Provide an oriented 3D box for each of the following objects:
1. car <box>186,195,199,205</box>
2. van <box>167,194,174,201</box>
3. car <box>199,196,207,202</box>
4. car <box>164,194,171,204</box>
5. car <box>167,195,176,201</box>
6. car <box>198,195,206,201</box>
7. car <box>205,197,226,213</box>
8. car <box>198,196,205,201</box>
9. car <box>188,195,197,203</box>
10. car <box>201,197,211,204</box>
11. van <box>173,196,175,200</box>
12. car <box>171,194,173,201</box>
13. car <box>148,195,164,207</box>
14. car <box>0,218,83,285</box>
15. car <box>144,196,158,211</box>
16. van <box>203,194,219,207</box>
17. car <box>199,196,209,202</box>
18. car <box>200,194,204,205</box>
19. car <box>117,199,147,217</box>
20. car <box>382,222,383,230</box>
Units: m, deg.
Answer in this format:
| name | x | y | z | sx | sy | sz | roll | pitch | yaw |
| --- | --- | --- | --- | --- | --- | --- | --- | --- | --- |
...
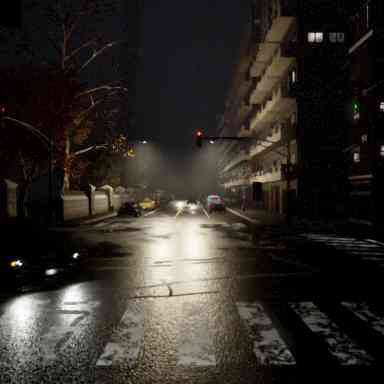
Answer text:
| name | x | y | z | sx | sy | sz | roll | pitch | yaw |
| --- | --- | --- | --- | --- | --- | --- | --- | --- | --- |
| car | 0.004 | 1.597 | 59.600 | 2.033 | 1.411 | 5.357 | 0 | 0 | 0 |
| van | -5.682 | 1.445 | 87.185 | 1.690 | 1.788 | 3.998 | 0 | 0 | 0 |
| car | 2.697 | 1.635 | 81.555 | 1.887 | 1.381 | 4.507 | 0 | 0 | 0 |
| car | -5.683 | 1.498 | 64.666 | 1.967 | 1.590 | 4.097 | 0 | 0 | 0 |
| car | -5.682 | 1.669 | 92.815 | 2.008 | 1.369 | 4.403 | 0 | 0 | 0 |
| car | 2.698 | 1.544 | 87.185 | 1.967 | 1.590 | 4.097 | 0 | 0 | 0 |
| car | 2.696 | 1.564 | 36.514 | 1.887 | 1.381 | 4.507 | 0 | 0 | 0 |
| car | 2.698 | 1.700 | 92.816 | 1.802 | 1.307 | 4.206 | 0 | 0 | 0 |
| car | 0.006 | 1.444 | 70.019 | 1.837 | 1.490 | 4.892 | 0 | 0 | 0 |
| car | 2.697 | 1.602 | 64.665 | 1.887 | 1.381 | 4.507 | 0 | 0 | 0 |
| van | -5.682 | 1.432 | 81.556 | 1.690 | 1.788 | 3.998 | 0 | 0 | 0 |
| car | -5.682 | 1.508 | 70.295 | 1.967 | 1.590 | 4.097 | 0 | 0 | 0 |
| car | -5.684 | 1.347 | 47.775 | 2.192 | 1.841 | 5.009 | 0 | 0 | 0 |
| car | -5.319 | 1.480 | 9.577 | 5.357 | 1.411 | 2.033 | 1 | -1 | 40 |
| car | -5.684 | 1.550 | 41.975 | 1.752 | 1.417 | 4.829 | 0 | 0 | 0 |
| van | 2.697 | 1.366 | 42.145 | 1.690 | 1.788 | 3.998 | 0 | 0 | 0 |
| car | 2.697 | 1.629 | 75.925 | 2.008 | 1.369 | 4.403 | 0 | 0 | 0 |
| car | 2.697 | 1.480 | 53.405 | 1.967 | 1.590 | 4.097 | 0 | 0 | 0 |
| car | -5.685 | 1.580 | 30.884 | 1.947 | 1.339 | 4.313 | 0 | 0 | 0 |
| car | 13.468 | 1.604 | 18.561 | 5.009 | 1.841 | 2.192 | 1 | -1 | -1 |
